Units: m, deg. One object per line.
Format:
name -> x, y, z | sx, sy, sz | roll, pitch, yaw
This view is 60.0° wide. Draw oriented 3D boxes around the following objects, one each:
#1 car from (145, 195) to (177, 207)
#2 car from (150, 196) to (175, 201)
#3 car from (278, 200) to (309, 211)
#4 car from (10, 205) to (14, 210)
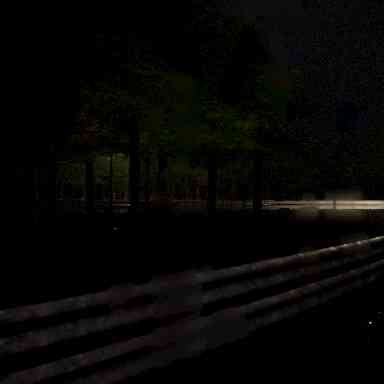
car -> -4.505, 1.287, 48.601 | 4.553, 1.767, 2.097 | 0, -1, -2
car -> -4.352, 1.415, 45.102 | 5.357, 1.411, 2.033 | 0, -1, -2
car -> 12.748, 1.676, 42.194 | 4.718, 1.301, 1.895 | 0, -1, -2
car -> -24.414, 1.392, 40.898 | 4.553, 1.767, 2.097 | 0, -1, -2
